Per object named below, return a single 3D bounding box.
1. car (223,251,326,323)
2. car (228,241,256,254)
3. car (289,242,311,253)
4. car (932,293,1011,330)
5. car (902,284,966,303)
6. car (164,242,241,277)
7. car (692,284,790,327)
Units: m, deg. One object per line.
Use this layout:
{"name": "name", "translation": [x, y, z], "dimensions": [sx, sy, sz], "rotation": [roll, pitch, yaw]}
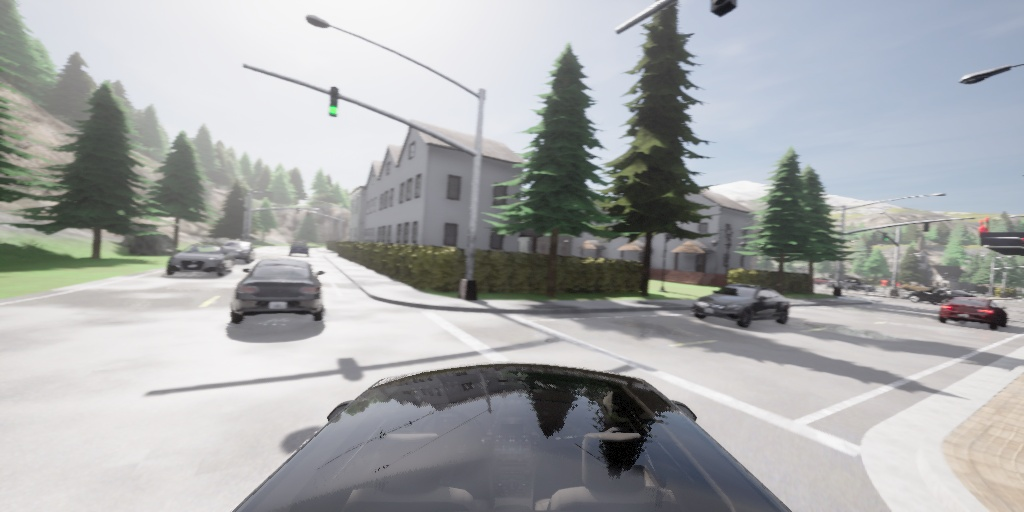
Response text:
{"name": "car", "translation": [-6.136, 0.788, 9.655], "dimensions": [1.812, 1.442, 4.674], "rotation": [4, 1, -30]}
{"name": "car", "translation": [-19.834, -0.314, 25.962], "dimensions": [2.128, 1.511, 4.902], "rotation": [4, 0, -30]}
{"name": "car", "translation": [-24.692, -0.889, 41.710], "dimensions": [2.097, 1.767, 4.553], "rotation": [4, 0, -30]}
{"name": "car", "translation": [24.040, 2.884, 18.682], "dimensions": [4.674, 1.442, 1.812], "rotation": [4, 0, -31]}
{"name": "car", "translation": [38.237, 3.659, 31.908], "dimensions": [1.837, 1.490, 4.892], "rotation": [5, 1, 7]}
{"name": "car", "translation": [-14.813, 0.164, 17.264], "dimensions": [1.994, 1.385, 4.181], "rotation": [4, 0, -30]}
{"name": "car", "translation": [9.147, 1.856, 14.158], "dimensions": [4.674, 1.442, 1.812], "rotation": [4, 0, -31]}
